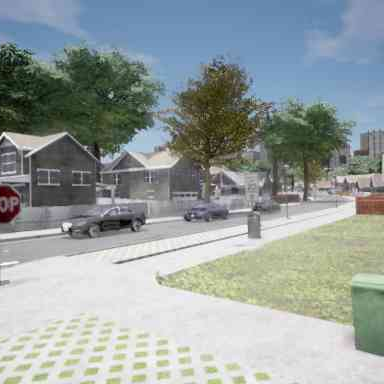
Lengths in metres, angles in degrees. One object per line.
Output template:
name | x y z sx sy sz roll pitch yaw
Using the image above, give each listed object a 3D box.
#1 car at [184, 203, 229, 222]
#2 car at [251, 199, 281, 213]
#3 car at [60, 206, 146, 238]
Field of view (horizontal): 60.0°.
car | 1.184 1.543 25.885 1.994 1.385 4.181 -2 -1 35
car | 7.879 1.489 35.276 1.994 1.385 4.181 -2 -1 35
car | -4.593 1.505 17.865 2.128 1.511 4.902 -2 -1 36
